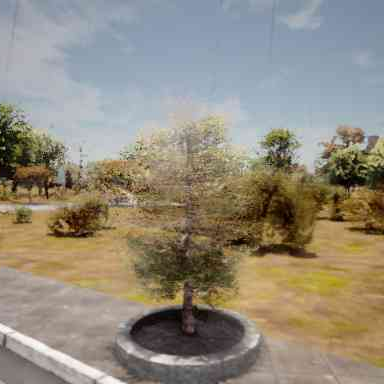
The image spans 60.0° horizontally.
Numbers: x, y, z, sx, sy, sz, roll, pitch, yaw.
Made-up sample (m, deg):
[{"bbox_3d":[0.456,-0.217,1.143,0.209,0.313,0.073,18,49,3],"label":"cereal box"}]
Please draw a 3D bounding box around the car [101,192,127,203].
[{"bbox_3d":[-13.555,1.246,59.342,1.837,1.490,4.892,0,1,39],"label":"car"}]
